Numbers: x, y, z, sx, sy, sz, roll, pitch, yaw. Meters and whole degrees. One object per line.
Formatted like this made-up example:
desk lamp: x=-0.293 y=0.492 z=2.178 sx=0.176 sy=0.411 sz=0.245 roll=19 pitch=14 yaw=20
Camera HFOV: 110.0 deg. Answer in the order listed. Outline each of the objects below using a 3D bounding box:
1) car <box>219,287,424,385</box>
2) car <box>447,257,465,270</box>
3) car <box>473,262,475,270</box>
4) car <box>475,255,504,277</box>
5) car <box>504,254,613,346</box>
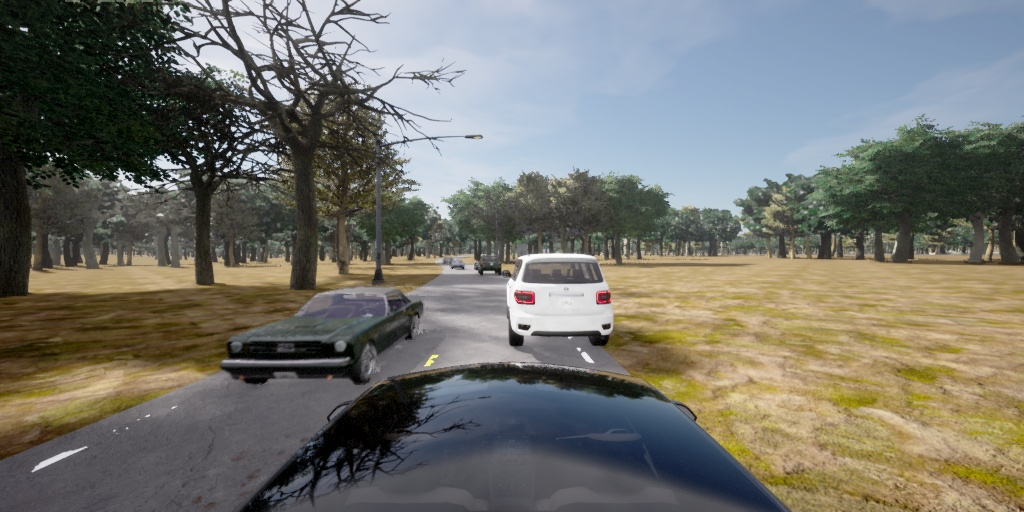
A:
car: x=-3.184 y=1.348 z=7.173 sx=1.895 sy=1.301 sz=4.718 roll=0 pitch=0 yaw=-1
car: x=-7.396 y=1.182 z=48.801 sx=2.033 sy=1.411 sz=5.357 roll=0 pitch=0 yaw=-10
car: x=-4.035 y=1.194 z=48.061 sx=1.994 sy=1.385 sz=4.181 roll=0 pitch=0 yaw=-10
car: x=-2.392 y=0.900 z=37.752 sx=2.150 sy=2.045 sz=5.566 roll=0 pitch=0 yaw=-9
car: x=0.959 y=0.968 z=9.513 sx=2.150 sy=2.045 sz=5.566 roll=0 pitch=0 yaw=-2
